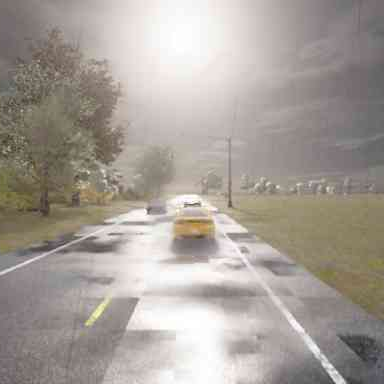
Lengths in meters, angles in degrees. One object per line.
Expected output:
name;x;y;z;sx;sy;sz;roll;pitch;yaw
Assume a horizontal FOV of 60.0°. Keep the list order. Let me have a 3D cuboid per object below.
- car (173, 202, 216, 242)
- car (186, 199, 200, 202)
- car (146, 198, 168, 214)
car;0.096;1.466;16.370;1.882;1.535;5.008;0;0;0
car;0.064;1.470;34.843;2.128;1.511;4.902;0;0;0
car;-3.616;1.457;34.973;1.882;1.535;5.008;0;0;0
